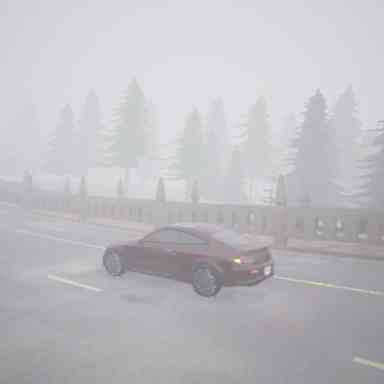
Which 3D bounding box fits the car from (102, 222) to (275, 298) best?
[{"bbox_3d":[-0.255,1.507,8.475,4.674,1.442,1.812,0,0,36],"label":"car"}]
